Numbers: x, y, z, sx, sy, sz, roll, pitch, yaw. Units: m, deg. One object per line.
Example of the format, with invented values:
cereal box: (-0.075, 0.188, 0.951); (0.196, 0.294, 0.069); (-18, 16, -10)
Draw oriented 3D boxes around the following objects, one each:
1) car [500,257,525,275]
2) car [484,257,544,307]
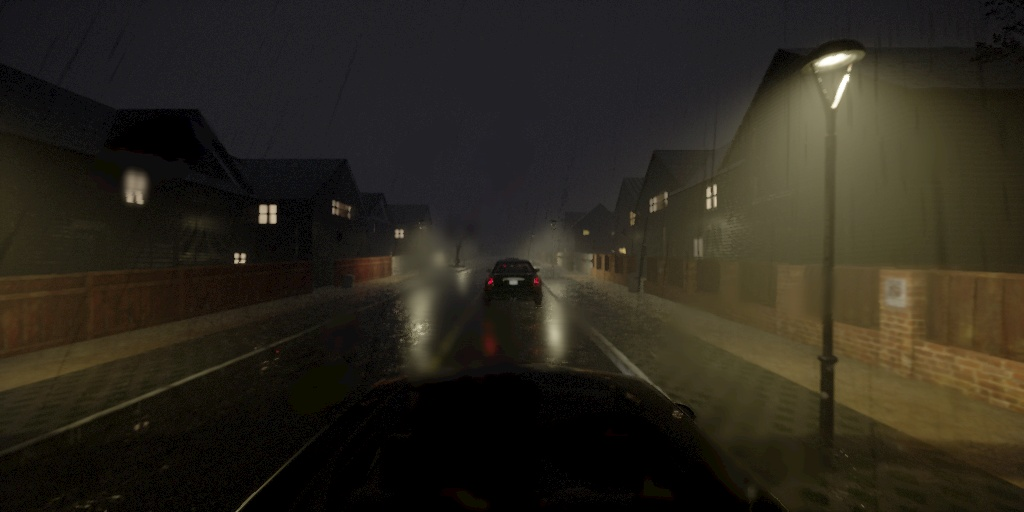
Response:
car: (-0.002, 0.805, 31.897); (2.033, 1.411, 5.357); (0, 1, 0)
car: (0.052, 0.889, 14.323); (2.097, 1.767, 4.553); (0, 1, 0)
